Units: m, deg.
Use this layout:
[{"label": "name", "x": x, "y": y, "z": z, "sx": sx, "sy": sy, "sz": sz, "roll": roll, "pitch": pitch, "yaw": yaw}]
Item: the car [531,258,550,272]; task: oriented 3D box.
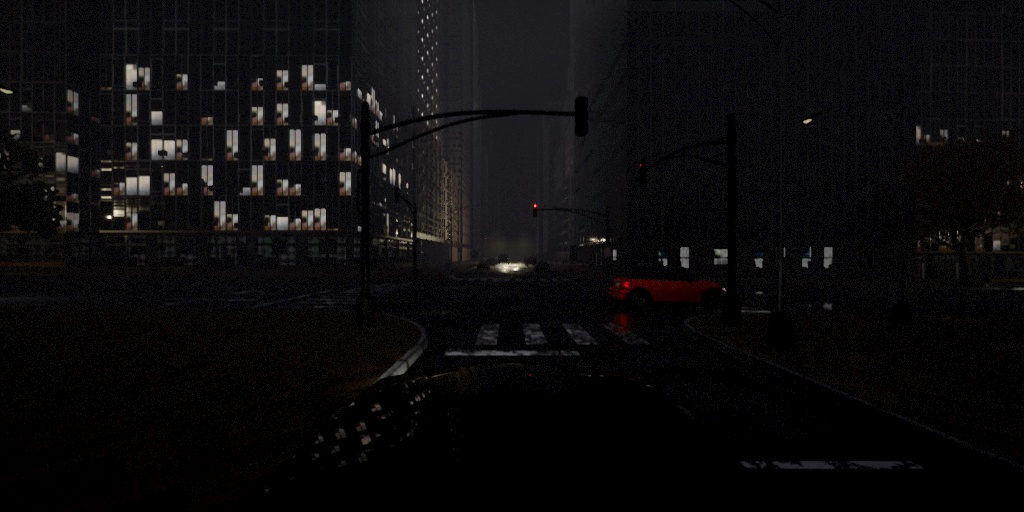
[{"label": "car", "x": 3.878, "y": 1.314, "z": 46.557, "sx": 1.948, "sy": 1.339, "sz": 4.313, "roll": 0, "pitch": 0, "yaw": 0}]

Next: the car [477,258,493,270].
[{"label": "car", "x": -4.081, "y": 1.326, "z": 52.041, "sx": 1.802, "sy": 1.307, "sz": 4.207, "roll": 0, "pitch": 0, "yaw": 0}]

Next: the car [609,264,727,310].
[{"label": "car", "x": 6.540, "y": 1.237, "z": 15.113, "sx": 4.553, "sy": 1.767, "sz": 2.097, "roll": 1, "pitch": 0, "yaw": -3}]
